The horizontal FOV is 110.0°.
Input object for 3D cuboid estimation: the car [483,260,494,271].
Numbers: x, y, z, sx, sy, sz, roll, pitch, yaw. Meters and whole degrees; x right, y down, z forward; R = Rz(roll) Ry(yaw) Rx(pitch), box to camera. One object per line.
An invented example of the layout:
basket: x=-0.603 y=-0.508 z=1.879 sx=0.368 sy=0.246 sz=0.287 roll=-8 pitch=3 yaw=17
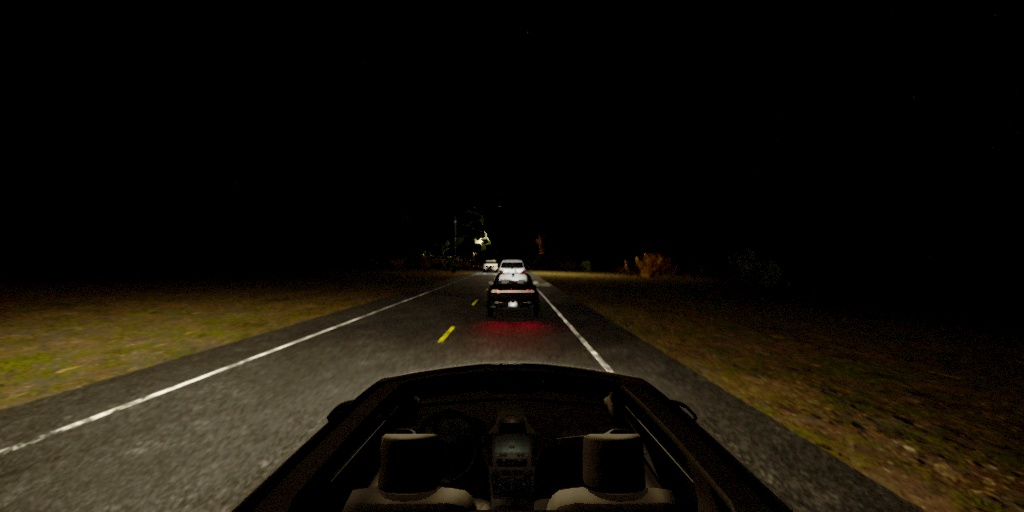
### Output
car: x=-3.537 y=1.741 z=59.717 sx=2.150 sy=2.045 sz=5.566 roll=0 pitch=-1 yaw=1

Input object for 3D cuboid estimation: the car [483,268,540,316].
car: x=0.048 y=1.404 z=14.124 sx=2.128 sy=1.511 sz=4.902 roll=0 pitch=-1 yaw=1

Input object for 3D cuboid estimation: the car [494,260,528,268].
car: x=0.037 y=1.319 z=27.989 sx=2.150 sy=2.045 sz=5.566 roll=0 pitch=0 yaw=1
